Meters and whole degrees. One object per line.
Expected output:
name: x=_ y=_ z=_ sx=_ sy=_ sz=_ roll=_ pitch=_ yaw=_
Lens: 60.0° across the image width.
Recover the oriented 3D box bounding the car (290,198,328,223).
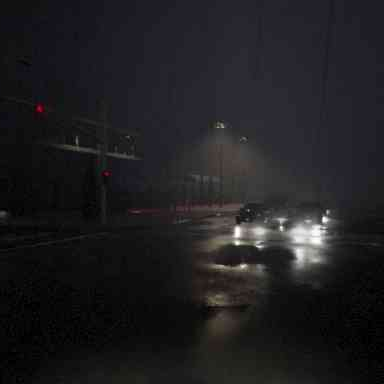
car: x=9.142 y=1.491 z=25.759 sx=2.128 sy=1.511 sz=4.902 roll=0 pitch=0 yaw=23

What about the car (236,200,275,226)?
car: x=4.542 y=1.526 z=23.994 sx=1.812 sy=1.442 sz=4.674 roll=0 pitch=0 yaw=23

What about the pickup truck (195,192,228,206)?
pickup truck: x=2.979 y=1.059 z=52.866 sx=6.274 sy=2.098 sz=2.390 roll=0 pitch=0 yaw=-36

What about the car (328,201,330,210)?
car: x=13.119 y=1.601 z=34.811 sx=1.895 sy=1.301 sz=4.718 roll=0 pitch=0 yaw=24

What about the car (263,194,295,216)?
car: x=8.448 y=1.221 z=32.882 sx=2.150 sy=2.045 sz=5.566 roll=0 pitch=0 yaw=24

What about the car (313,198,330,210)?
car: x=17.151 y=1.526 z=43.997 sx=1.812 sy=1.442 sz=4.674 roll=0 pitch=0 yaw=24
